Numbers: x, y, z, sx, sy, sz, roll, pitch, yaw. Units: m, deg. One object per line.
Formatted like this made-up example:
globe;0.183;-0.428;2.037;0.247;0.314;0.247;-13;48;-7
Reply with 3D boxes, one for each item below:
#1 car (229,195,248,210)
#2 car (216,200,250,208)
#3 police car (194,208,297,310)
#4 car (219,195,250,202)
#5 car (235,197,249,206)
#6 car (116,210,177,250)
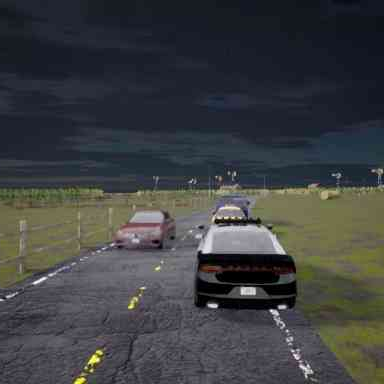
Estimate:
car;6.186;1.309;43.871;2.097;1.767;4.553;0;0;12
car;2.047;1.444;17.937;1.801;1.575;5.366;0;0;7
police car;1.086;1.423;8.056;1.930;1.638;5.238;0;0;4
car;2.913;1.206;23.621;2.150;2.045;5.566;0;0;10
car;8.113;1.507;53.613;1.994;1.385;4.181;0;0;12
car;-1.805;1.519;14.447;1.812;1.442;4.674;0;0;6
